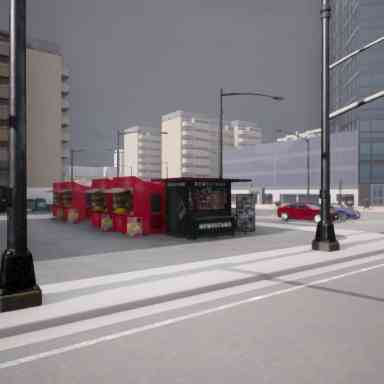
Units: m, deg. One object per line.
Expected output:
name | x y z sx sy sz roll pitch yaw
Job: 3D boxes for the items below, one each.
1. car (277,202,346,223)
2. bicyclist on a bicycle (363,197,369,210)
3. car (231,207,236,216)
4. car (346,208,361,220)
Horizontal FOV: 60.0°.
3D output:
car | 9.125 1.585 26.482 1.882 1.535 5.008 0 -1 -36
bicyclist on a bicycle | 22.211 1.466 42.457 1.656 1.620 0.582 0 0 -36
car | 3.000 1.834 34.912 1.895 1.301 4.718 0 -1 -36
car | 11.967 1.636 28.494 1.812 1.442 4.674 0 0 -35
